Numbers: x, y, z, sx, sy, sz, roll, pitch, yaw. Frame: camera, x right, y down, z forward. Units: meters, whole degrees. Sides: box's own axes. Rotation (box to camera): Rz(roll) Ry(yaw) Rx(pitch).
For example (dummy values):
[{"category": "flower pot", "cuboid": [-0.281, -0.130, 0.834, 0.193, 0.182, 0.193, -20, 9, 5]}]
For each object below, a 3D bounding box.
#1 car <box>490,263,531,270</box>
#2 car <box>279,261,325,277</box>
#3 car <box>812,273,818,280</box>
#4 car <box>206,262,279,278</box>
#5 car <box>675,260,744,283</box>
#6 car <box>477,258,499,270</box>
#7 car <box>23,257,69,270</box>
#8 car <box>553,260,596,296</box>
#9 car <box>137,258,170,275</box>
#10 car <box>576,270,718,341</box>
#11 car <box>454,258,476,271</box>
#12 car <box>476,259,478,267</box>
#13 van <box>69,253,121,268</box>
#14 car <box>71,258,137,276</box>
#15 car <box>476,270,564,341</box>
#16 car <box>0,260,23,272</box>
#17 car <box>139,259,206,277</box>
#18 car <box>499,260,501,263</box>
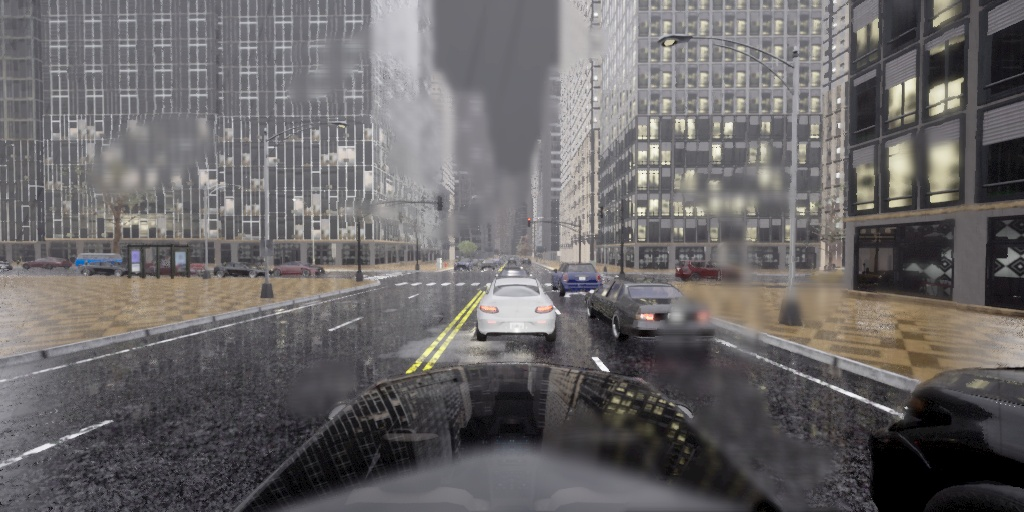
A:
[{"category": "car", "cuboid": [0.102, 1.288, 18.933, 2.033, 1.411, 5.357, 0, 0, 0]}, {"category": "car", "cuboid": [-19.563, 1.156, 32.944, 4.181, 1.385, 1.994, 1, 1, 1]}, {"category": "car", "cuboid": [27.647, 1.579, 29.569, 4.829, 1.417, 1.751, 0, 0, 1]}, {"category": "car", "cuboid": [-22.727, 1.174, 30.301, 4.313, 1.339, 1.948, 0, 0, 1]}, {"category": "car", "cuboid": [16.198, 1.269, 29.767, 5.009, 1.841, 2.192, 0, 0, 1]}, {"category": "car", "cuboid": [-3.334, 1.262, 51.269, 2.033, 1.411, 5.357, 0, 0, 0]}, {"category": "car", "cuboid": [-50.963, 0.793, 39.388, 4.207, 1.307, 1.802, 0, 0, 1]}, {"category": "car", "cuboid": [3.353, 1.093, 19.215, 2.097, 1.767, 4.553, 0, 0, 0]}, {"category": "car", "cuboid": [-31.021, 0.966, 33.178, 5.008, 1.535, 1.882, 1, 1, 1]}, {"category": "car", "cuboid": [3.353, 1.293, 9.829, 2.033, 1.411, 5.357, 0, 0, 0]}, {"category": "car", "cuboid": [-6.616, 1.068, 49.285, 2.097, 1.767, 4.553, 0, 0, 1]}, {"category": "car", "cuboid": [-6.563, 1.203, 62.163, 1.837, 1.490, 4.892, 0, 1, 1]}, {"category": "van", "cuboid": [-45.281, 0.605, 39.271, 3.998, 1.789, 1.690, 0, 0, 1]}, {"category": "car", "cuboid": [-34.091, 1.069, 30.609, 4.313, 1.339, 1.948, 0, 0, 1]}, {"category": "car", "cuboid": [0.100, 1.272, 9.688, 1.812, 1.442, 4.674, 0, 0, 0]}, {"category": "car", "cuboid": [-49.978, 0.806, 33.626, 4.902, 1.511, 2.128, 0, 1, 2]}, {"category": "car", "cuboid": [-28.411, 1.138, 30.435, 4.207, 1.307, 1.802, 0, 0, 1]}, {"category": "car", "cuboid": [-3.315, 1.303, 61.624, 1.895, 1.301, 4.718, 0, 0, 0]}]
